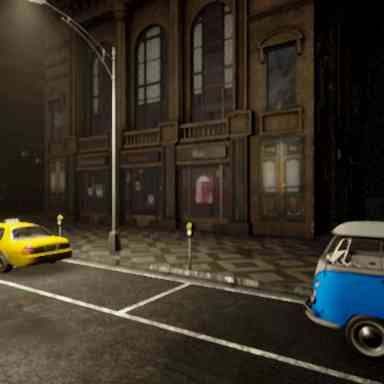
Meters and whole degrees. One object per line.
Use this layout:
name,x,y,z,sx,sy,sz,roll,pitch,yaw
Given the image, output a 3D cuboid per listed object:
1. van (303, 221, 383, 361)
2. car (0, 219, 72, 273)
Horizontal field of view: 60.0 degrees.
van,3.686,1.346,4.402,3.998,1.788,1.690,0,0,33
car,-5.888,1.544,10.604,4.829,1.417,1.752,0,0,33
